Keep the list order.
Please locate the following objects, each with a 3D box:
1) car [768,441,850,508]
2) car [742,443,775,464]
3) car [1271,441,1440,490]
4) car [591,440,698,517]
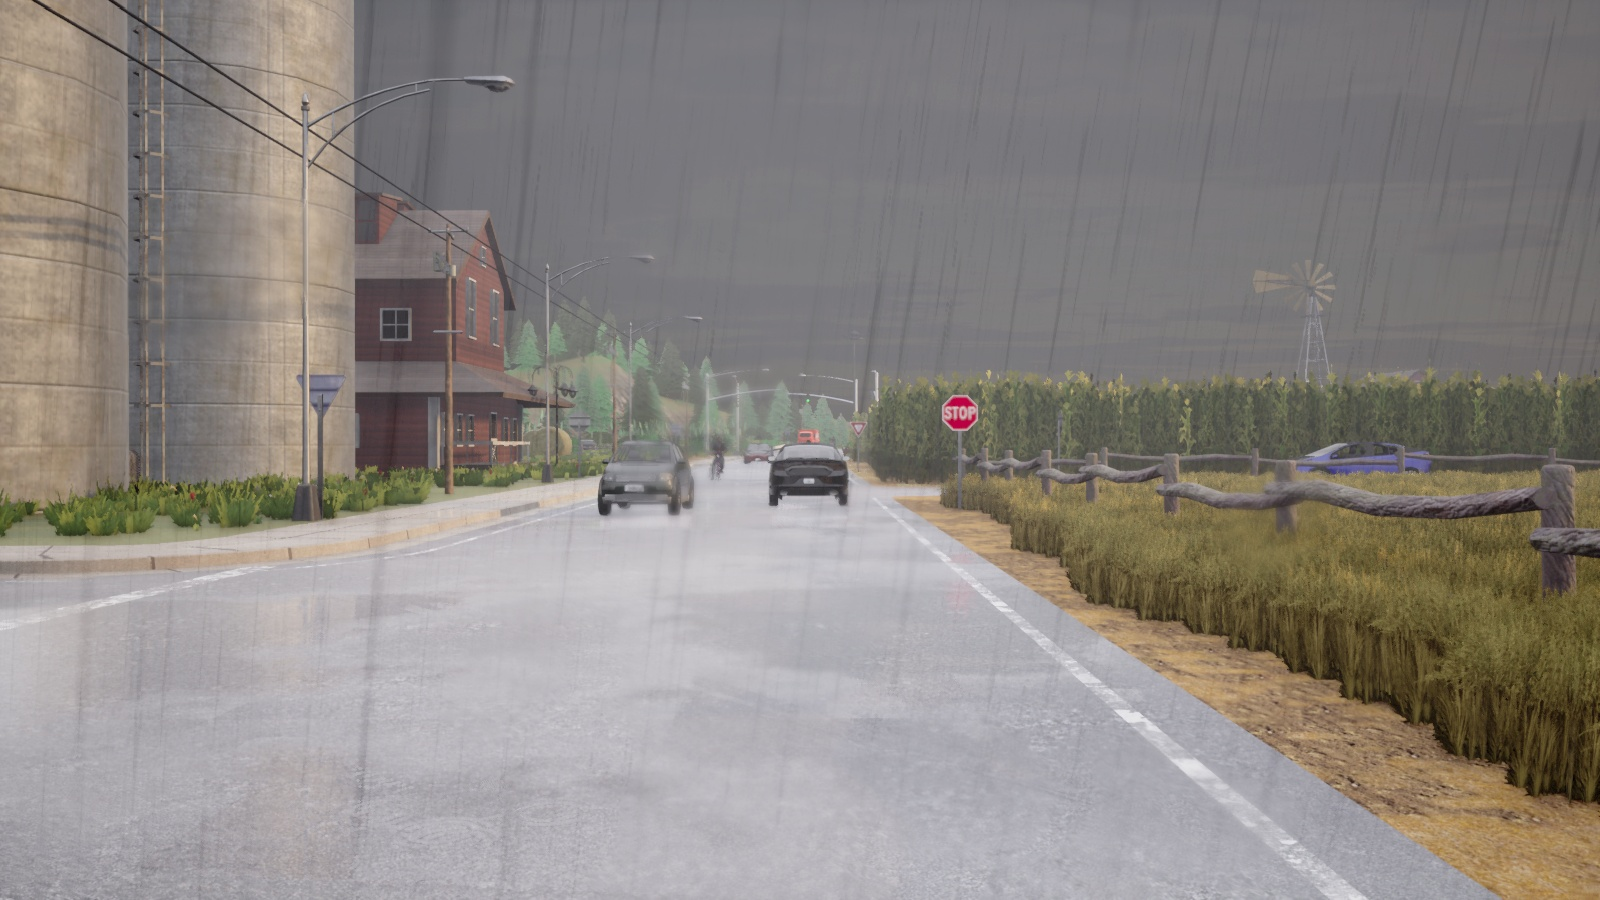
[{"bbox_3d":[0.222,0.546,31.531,1.882,1.535,5.008,0,0,0],"label":"car"},{"bbox_3d":[-2.900,0.241,89.076,2.163,1.488,4.792,0,0,0],"label":"car"},{"bbox_3d":[17.715,0.479,40.213,4.514,1.525,2.007,0,0,1],"label":"car"},{"bbox_3d":[-3.279,0.569,27.143,1.789,1.549,3.705,0,0,1],"label":"car"}]
